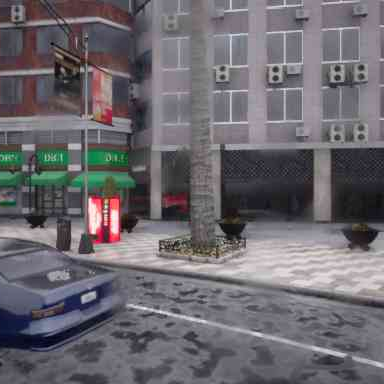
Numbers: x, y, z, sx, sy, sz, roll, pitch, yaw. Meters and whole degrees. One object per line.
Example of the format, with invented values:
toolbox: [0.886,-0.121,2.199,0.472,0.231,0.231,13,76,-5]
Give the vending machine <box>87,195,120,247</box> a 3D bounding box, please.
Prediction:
vending machine: [-3.733,1.195,14.134,0.880,2.100,1.100,0,0,24]

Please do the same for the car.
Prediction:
car: [-3.717,1.548,5.859,5.357,1.411,2.033,0,0,26]
